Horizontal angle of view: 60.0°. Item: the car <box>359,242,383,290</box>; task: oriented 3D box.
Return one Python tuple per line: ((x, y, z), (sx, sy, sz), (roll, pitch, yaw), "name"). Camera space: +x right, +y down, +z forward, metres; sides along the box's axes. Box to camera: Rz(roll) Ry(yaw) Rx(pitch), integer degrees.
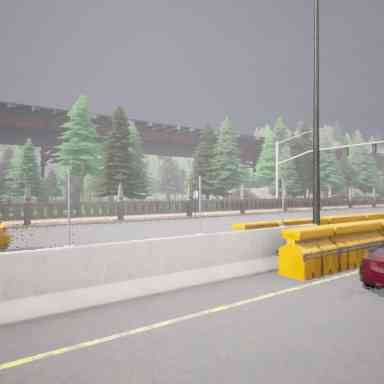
((5.843, 1.563, 7.929), (4.181, 1.385, 1.994), (0, 0, -36), "car")
